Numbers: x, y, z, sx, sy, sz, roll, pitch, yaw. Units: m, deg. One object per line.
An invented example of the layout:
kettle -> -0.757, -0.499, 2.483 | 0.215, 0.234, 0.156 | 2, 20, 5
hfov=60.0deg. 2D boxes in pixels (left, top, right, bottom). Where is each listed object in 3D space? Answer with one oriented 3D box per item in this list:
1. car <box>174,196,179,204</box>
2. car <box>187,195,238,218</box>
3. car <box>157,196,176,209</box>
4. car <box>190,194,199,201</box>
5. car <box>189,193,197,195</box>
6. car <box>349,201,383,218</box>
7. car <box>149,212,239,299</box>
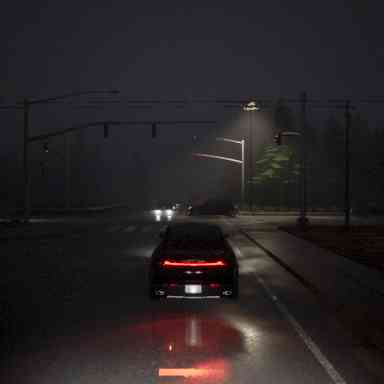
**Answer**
car -> -3.576, 1.477, 54.125 | 1.882, 1.535, 5.008 | 0, 0, 0
car -> 1.791, 1.367, 29.810 | 4.553, 1.767, 2.097 | 0, 0, 1
car -> -3.599, 1.601, 44.843 | 1.895, 1.301, 4.718 | 0, 0, 0
car -> 0.567, 1.355, 80.865 | 2.097, 1.767, 4.553 | 0, 0, 2
car -> 0.296, 1.224, 70.472 | 2.150, 2.045, 5.566 | 0, 0, 2
car -> 16.551, 1.518, 29.540 | 4.902, 1.511, 2.128 | 0, 0, 1
car -> 0.047, 1.501, 8.439 | 1.837, 1.490, 4.892 | 0, 0, 1
